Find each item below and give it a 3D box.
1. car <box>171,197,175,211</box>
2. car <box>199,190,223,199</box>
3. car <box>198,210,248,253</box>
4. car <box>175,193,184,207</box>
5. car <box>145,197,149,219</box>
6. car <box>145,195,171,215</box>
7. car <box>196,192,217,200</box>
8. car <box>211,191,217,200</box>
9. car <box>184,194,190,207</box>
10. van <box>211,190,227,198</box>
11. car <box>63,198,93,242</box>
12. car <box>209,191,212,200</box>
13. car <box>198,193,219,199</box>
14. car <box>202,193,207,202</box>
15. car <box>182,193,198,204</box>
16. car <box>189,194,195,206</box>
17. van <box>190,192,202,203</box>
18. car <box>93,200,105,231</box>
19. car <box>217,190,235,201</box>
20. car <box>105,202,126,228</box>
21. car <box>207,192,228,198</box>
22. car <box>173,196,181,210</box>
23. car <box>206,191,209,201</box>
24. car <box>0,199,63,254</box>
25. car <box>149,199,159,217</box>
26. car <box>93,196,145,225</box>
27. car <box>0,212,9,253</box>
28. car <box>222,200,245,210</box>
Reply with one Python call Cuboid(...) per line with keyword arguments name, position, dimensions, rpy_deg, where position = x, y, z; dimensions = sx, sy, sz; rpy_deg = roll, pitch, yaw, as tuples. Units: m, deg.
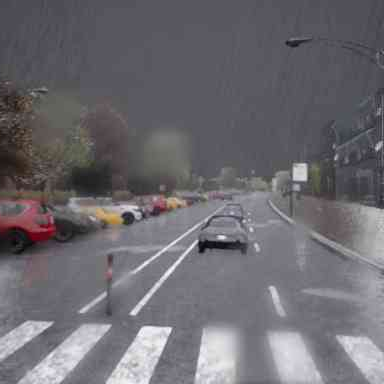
Cuboid(name="car", position=(-4.750, 1.619, 36.675), dimensions=(4.892, 1.521, 2.231), rpy_deg=(-1, 0, -11))
Cuboid(name="car", position=(4.682, 0.677, 83.239), dimensions=(5.566, 2.045, 2.435), rpy_deg=(-1, 1, -7))
Cuboid(name="car", position=(1.418, 1.703, 14.531), dimensions=(1.994, 1.385, 4.181), rpy_deg=(0, 0, 8))
Cuboid(name="car", position=(-3.752, 1.408, 42.525), dimensions=(4.553, 1.767, 2.185), rpy_deg=(-1, 0, -10))
Cuboid(name="car", position=(-6.158, 1.550, 27.871), dimensions=(4.553, 1.767, 2.185), rpy_deg=(-1, 0, -11))
Cuboid(name="car", position=(-5.267, 1.397, 33.727), dimensions=(5.566, 2.045, 2.435), rpy_deg=(-1, 1, -11))
Cuboid(name="car", position=(3.400, 0.878, 77.459), dimensions=(4.553, 1.767, 2.185), rpy_deg=(-1, 1, -7))
Cuboid(name="car", position=(2.706, 1.045, 74.569), dimensions=(4.892, 1.521, 2.231), rpy_deg=(-1, 0, -8))
Cuboid(name="car", position=(-3.377, 1.486, 45.417), dimensions=(5.366, 1.575, 1.946), rpy_deg=(-1, 1, -10))
Cuboid(name="van", position=(7.655, 0.559, 94.802), dimensions=(4.442, 1.987, 1.878), rpy_deg=(-1, 0, -6))
Cuboid(name="car", position=(-7.918, 1.363, 16.115), dimensions=(5.566, 2.045, 2.435), rpy_deg=(0, -1, -12))
Cuboid(name="car", position=(0.826, 1.168, 65.851), dimensions=(5.008, 1.535, 2.097), rpy_deg=(-1, 1, -8))
Cuboid(name="car", position=(4.034, 1.005, 80.360), dimensions=(4.674, 1.452, 2.002), rpy_deg=(-1, 0, -7))
Cuboid(name="car", position=(-0.392, 1.255, 60.041), dimensions=(5.008, 1.535, 2.097), rpy_deg=(-1, 0, -9))
Cuboid(name="car", position=(-2.112, 1.393, 51.297), dimensions=(5.008, 1.535, 2.097), rpy_deg=(-1, 0, -9))
Cuboid(name="car", position=(-2.648, 1.439, 48.368), dimensions=(5.008, 1.535, 2.097), rpy_deg=(-1, 1, -10))
Cuboid(name="van", position=(-1.089, 1.077, 57.096), dimensions=(4.442, 1.987, 1.878), rpy_deg=(-1, 1, -9))
Cuboid(name="car", position=(-7.554, 1.517, 19.038), dimensions=(4.553, 1.767, 2.185), rpy_deg=(0, -1, -12))
Cuboid(name="car", position=(7.355, 0.824, 70.912), dimensions=(2.150, 2.045, 5.566), rpy_deg=(0, 1, 12))
Cuboid(name="car", position=(-7.271, 1.663, 21.935), dimensions=(5.366, 1.575, 1.946), rpy_deg=(-1, 0, -12))
Cuboid(name="car", position=(7.003, 0.814, 91.929), dimensions=(5.366, 1.575, 1.946), rpy_deg=(-1, 0, -6))
Cuboid(name="car", position=(-4.233, 1.578, 39.599), dimensions=(5.008, 1.535, 2.097), rpy_deg=(-1, 1, -10))
Cuboid(name="car", position=(0.243, 1.085, 62.943), dimensions=(4.553, 1.767, 2.185), rpy_deg=(-1, 1, -8))
Cuboid(name="car", position=(-8.383, 1.336, 13.149), dimensions=(5.566, 2.045, 2.435), rpy_deg=(0, 0, -12))
Cuboid(name="car", position=(-5.745, 1.697, 30.793), dimensions=(4.792, 1.488, 2.163), rpy_deg=(-1, 0, -11))
Cuboid(name="car", position=(-6.619, 1.424, 24.937), dimensions=(5.566, 2.045, 2.435), rpy_deg=(-1, -1, -11))
Cuboid(name="car", position=(-8.748, 1.560, 10.209), dimensions=(4.892, 1.521, 2.231), rpy_deg=(0, 0, -13))
Cuboid(name="car", position=(3.603, 1.743, 29.041), dimensions=(2.033, 1.411, 5.357), rpy_deg=(0, 0, 9))
